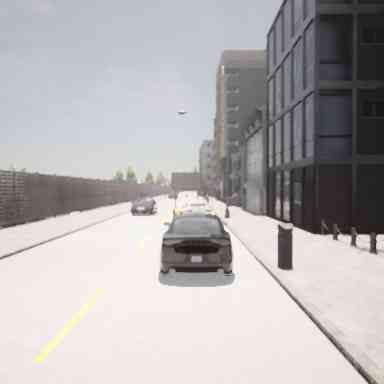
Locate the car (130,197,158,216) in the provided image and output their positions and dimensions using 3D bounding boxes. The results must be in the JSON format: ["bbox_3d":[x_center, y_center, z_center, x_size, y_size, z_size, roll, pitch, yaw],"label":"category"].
[{"bbox_3d":[-4.060,1.195,28.750,2.128,1.511,4.902,0,1,0],"label":"car"}]

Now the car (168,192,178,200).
[{"bbox_3d":[-3.907,0.789,69.063,1.837,1.490,4.892,0,1,0],"label":"car"}]

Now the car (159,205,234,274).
[{"bbox_3d":[0.116,1.372,10.183,1.882,1.535,5.008,0,1,0],"label":"car"}]

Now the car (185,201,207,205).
[{"bbox_3d":[0.281,1.311,22.438,1.812,1.442,4.674,-1,-1,-4],"label":"car"}]

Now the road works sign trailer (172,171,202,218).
[{"bbox_3d":[-0.442,0.197,25.966,2.380,3.560,2.880,0,1,-15],"label":"road works sign trailer"}]
